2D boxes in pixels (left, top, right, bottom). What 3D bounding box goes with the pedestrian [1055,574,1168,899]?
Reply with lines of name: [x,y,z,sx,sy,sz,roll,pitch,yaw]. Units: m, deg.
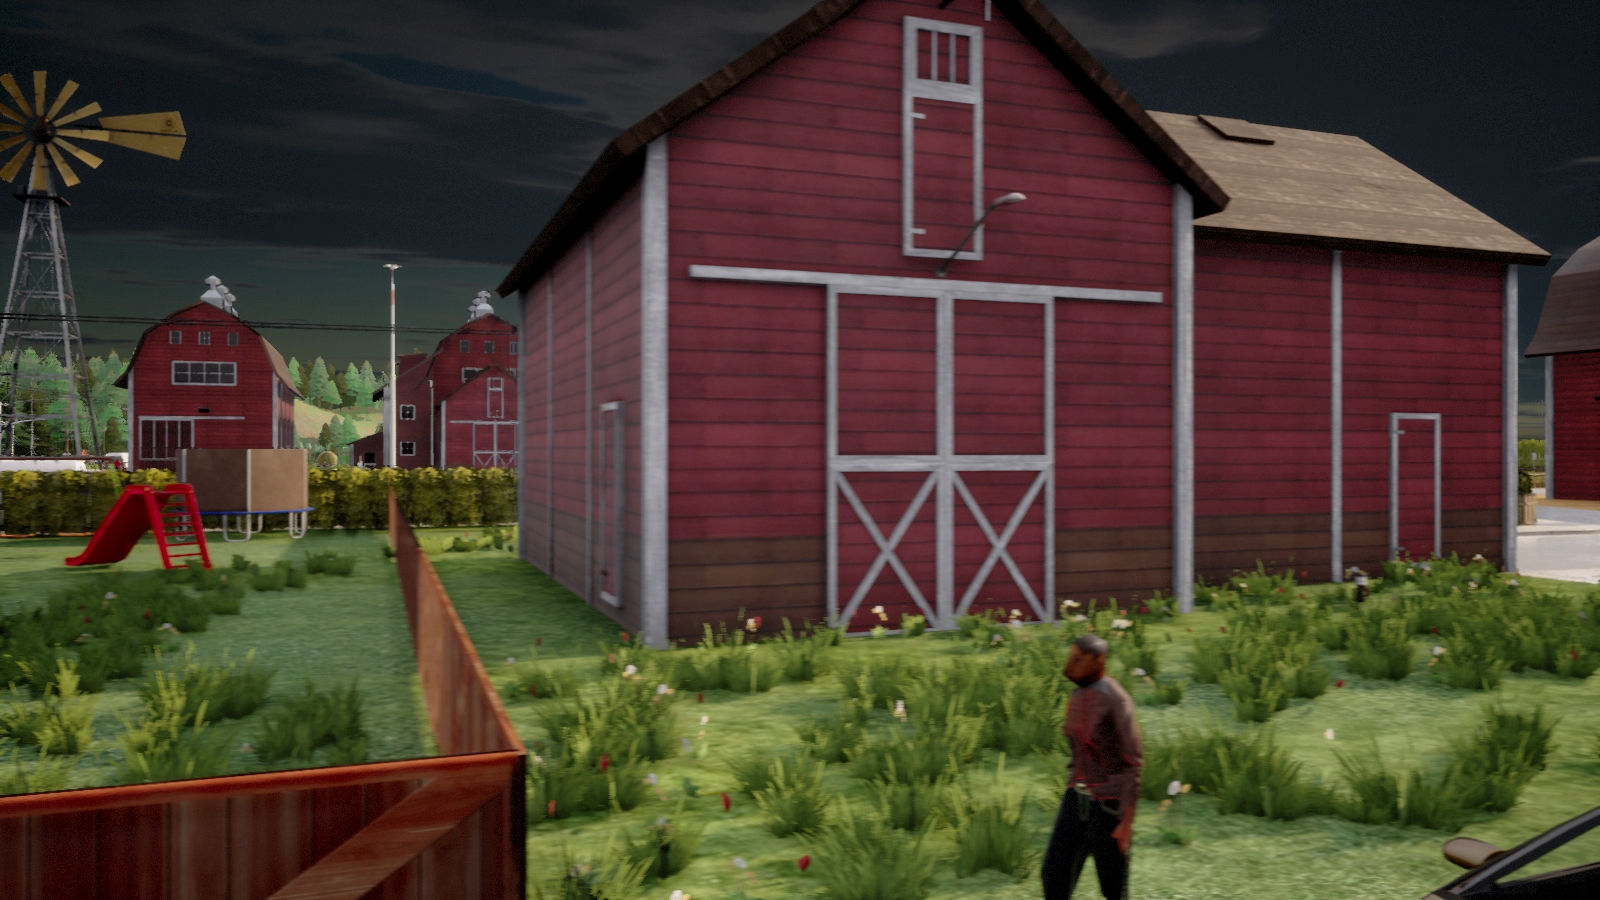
pedestrian: [1.498,1.555,5.519,0.375,1.860,0.375,0,0,-22]
